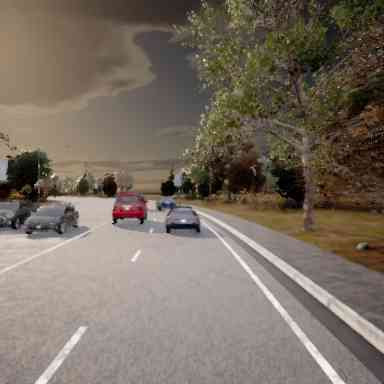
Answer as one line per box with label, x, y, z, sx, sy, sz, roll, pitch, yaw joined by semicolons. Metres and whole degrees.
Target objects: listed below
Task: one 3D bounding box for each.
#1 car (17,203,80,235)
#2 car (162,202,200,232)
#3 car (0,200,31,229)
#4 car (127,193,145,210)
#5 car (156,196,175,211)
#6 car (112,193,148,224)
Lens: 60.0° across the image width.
car;-7.731;1.474;18.832;1.837;1.490;4.892;0;0;-4
car;-0.617;1.528;19.993;1.994;1.385;4.181;0;0;-4
car;-11.384;1.320;20.906;2.097;1.767;4.553;0;0;-5
car;-7.281;1.123;42.728;2.150;2.045;5.566;0;0;-12
car;-3.182;1.263;39.942;2.097;1.767;4.553;0;0;-11
car;-4.492;1.173;24.500;2.150;2.045;5.566;0;0;-5
